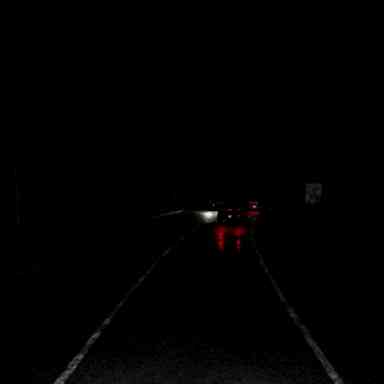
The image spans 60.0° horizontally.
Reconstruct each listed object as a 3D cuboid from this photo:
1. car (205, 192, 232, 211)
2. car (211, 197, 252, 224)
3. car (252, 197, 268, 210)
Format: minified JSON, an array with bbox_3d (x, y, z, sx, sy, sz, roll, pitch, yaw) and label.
[{"bbox_3d":[3.182,1.028,37.617,2.150,2.045,5.566,2,1,19],"label":"car"},{"bbox_3d":[2.992,1.386,23.997,2.128,1.511,4.902,1,0,12],"label":"car"},{"bbox_3d":[8.157,1.449,41.200,1.837,1.490,4.892,2,1,20],"label":"car"}]
